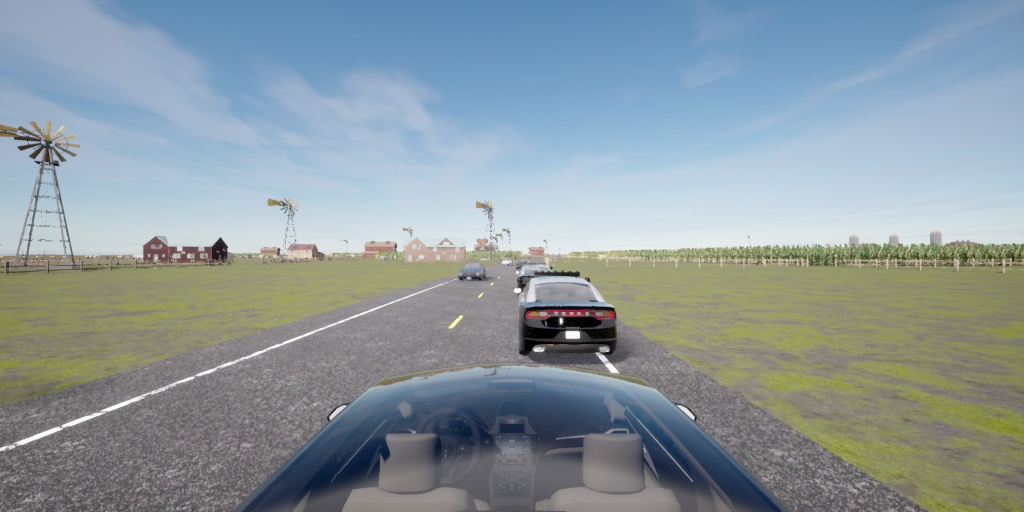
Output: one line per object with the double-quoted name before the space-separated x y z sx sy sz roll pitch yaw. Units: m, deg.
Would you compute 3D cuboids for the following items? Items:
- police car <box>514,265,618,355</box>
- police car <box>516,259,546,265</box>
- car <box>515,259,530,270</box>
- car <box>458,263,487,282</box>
"police car" 1.086 1.176 8.850 1.930 1.638 5.238 0 0 1
"police car" 1.230 1.173 18.820 1.930 1.638 5.238 0 0 1
"car" 1.607 1.208 53.957 2.128 1.511 4.902 0 0 4
"car" -3.140 1.289 29.505 2.033 1.411 5.357 0 0 2
